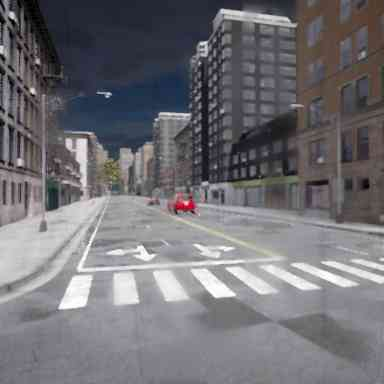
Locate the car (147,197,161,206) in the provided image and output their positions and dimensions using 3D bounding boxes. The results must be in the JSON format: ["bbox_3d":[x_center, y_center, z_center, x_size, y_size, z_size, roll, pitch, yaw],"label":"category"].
[{"bbox_3d":[-6.833,1.711,59.671,1.812,1.442,4.674,0,-1,-13],"label":"car"}]

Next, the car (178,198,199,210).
[{"bbox_3d":[-0.553,1.601,47.276,1.882,1.535,5.008,0,0,-13],"label":"car"}]

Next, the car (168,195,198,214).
[{"bbox_3d":[-1.190,1.312,36.229,2.150,2.045,5.566,0,0,-14],"label":"car"}]

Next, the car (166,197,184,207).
[{"bbox_3d":[-2.938,1.653,56.974,2.128,1.511,4.902,0,0,-14],"label":"car"}]
